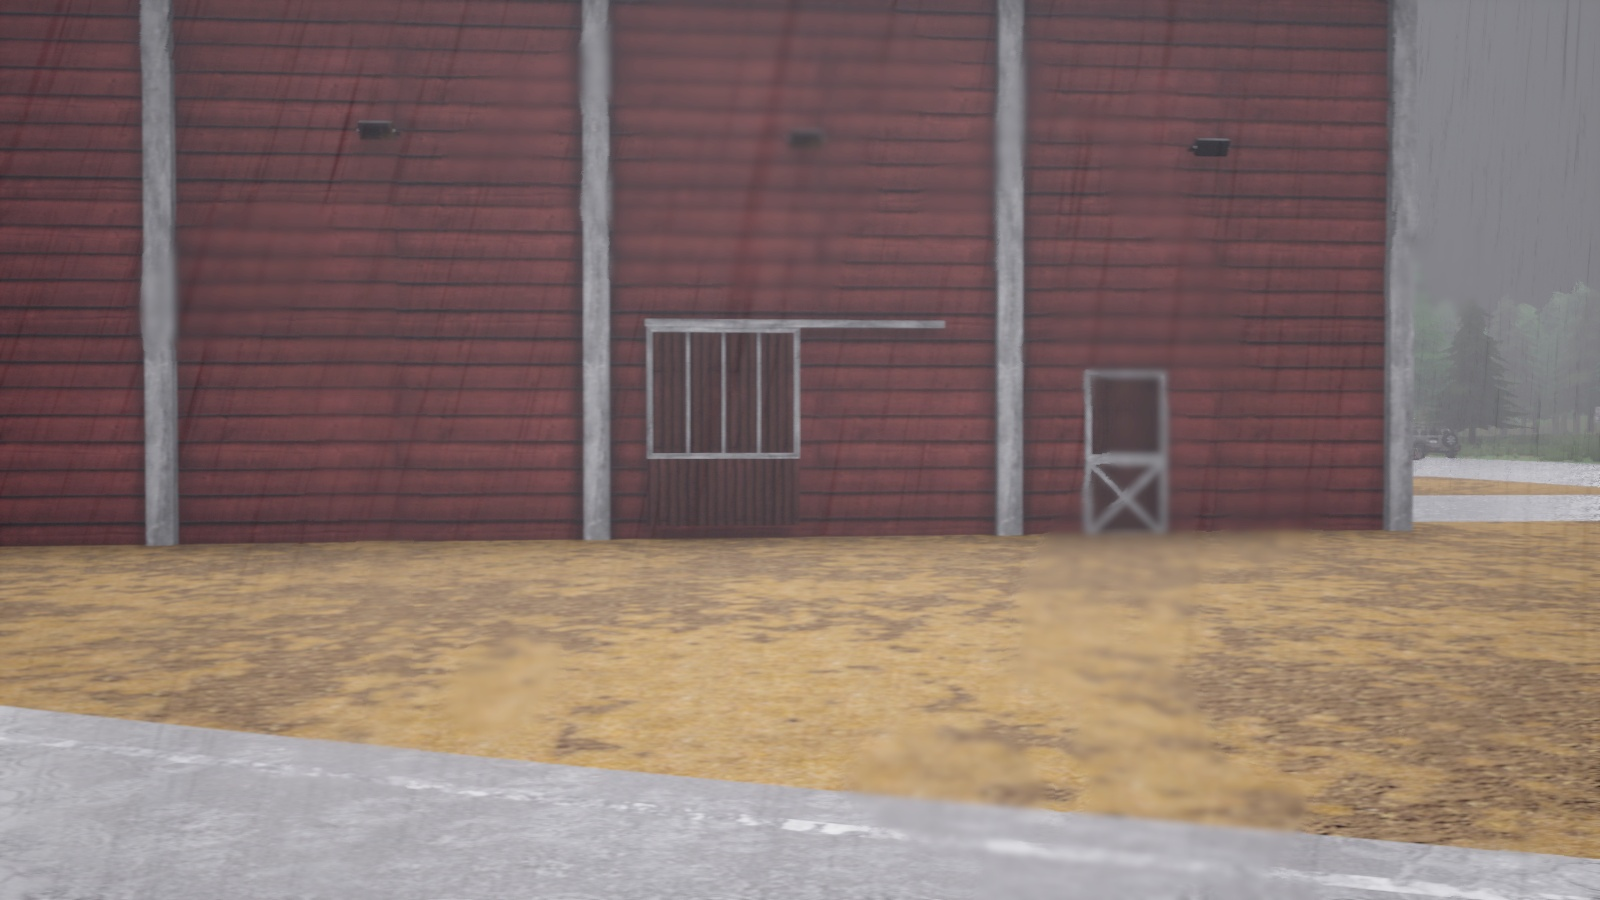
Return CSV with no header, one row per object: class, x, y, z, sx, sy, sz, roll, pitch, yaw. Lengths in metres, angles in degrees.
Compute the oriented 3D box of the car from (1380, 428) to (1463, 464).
car,33.260,-0.231,67.345,1.932,1.855,4.605,0,1,-4
